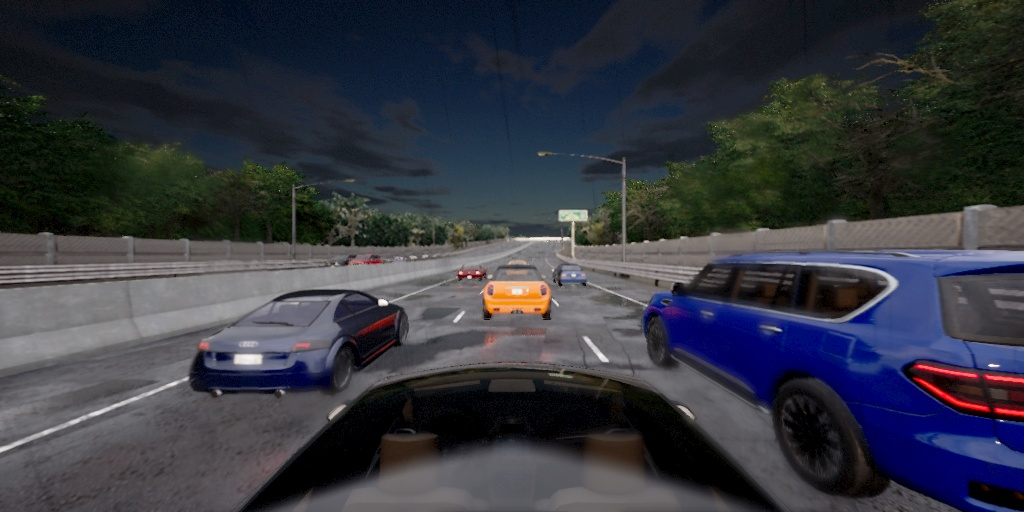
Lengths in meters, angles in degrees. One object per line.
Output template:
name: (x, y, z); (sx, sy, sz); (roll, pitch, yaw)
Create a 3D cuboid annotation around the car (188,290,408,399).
car: (-3.376, 1.299, 6.614); (1.994, 1.385, 4.181); (0, 0, 0)

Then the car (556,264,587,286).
car: (3.838, 1.235, 24.485); (2.033, 1.411, 5.357); (0, 0, 1)

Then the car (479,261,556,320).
car: (0.170, 1.071, 12.706); (2.097, 1.767, 4.553); (0, 0, 0)

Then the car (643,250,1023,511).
car: (3.613, 0.964, 4.612); (2.150, 2.045, 5.566); (0, 0, 0)

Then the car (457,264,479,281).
car: (-3.072, 1.273, 28.612); (1.895, 1.301, 4.718); (0, 0, 1)

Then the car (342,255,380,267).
car: (-16.901, 0.846, 41.449); (2.150, 2.045, 5.566); (0, 0, 2)

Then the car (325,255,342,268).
car: (-20.324, 0.838, 43.522); (2.150, 2.045, 5.566); (0, 0, 2)

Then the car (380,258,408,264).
car: (-13.358, 1.171, 42.660); (2.033, 1.411, 5.357); (0, 0, 2)
